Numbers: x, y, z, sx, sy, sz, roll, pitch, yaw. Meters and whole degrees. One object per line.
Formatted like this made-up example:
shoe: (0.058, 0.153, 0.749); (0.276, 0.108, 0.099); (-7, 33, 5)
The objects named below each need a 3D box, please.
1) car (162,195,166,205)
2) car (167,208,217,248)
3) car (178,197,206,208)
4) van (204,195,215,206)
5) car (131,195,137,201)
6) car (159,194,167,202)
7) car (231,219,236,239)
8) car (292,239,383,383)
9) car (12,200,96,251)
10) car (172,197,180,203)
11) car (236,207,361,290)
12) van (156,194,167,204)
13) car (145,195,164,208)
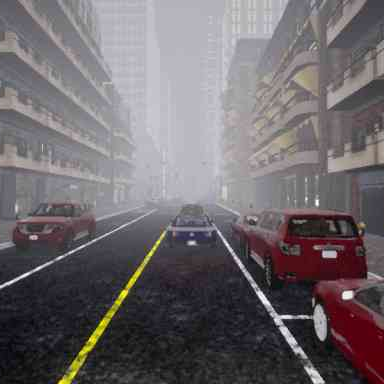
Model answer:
car: (-5.644, 1.591, 53.216); (1.802, 1.307, 4.206); (1, 0, 0)
car: (0.000, 1.619, 14.683); (1.895, 1.301, 4.718); (0, 0, 0)
car: (0.000, 1.491, 29.655); (1.882, 1.535, 5.008); (0, 0, 0)
van: (2.708, 1.350, 53.268); (1.690, 1.788, 3.998); (1, 0, 0)
car: (-16.491, 1.511, 86.942); (4.097, 1.590, 1.967); (0, -1, 0)
car: (-5.644, 1.576, 58.755); (1.947, 1.339, 4.313); (1, 0, 0)
car: (2.704, 1.584, 14.485); (1.802, 1.307, 4.206); (1, 0, 0)
car: (2.704, 1.543, 3.404); (1.887, 1.381, 4.507); (1, 0, 0)
car: (-5.672, 1.317, 14.433); (2.192, 1.841, 5.009); (1, 0, 0)
car: (-3.005, 1.669, 67.313); (1.895, 1.301, 4.718); (0, 0, 0)
car: (2.709, 1.315, 8.945); (2.192, 1.841, 5.009); (1, 0, 0)
van: (-5.809, 1.352, 64.296); (1.690, 1.788, 3.998); (1, 0, 0)
car: (-5.643, 1.559, 47.675); (2.008, 1.369, 4.403); (1, 0, 0)
